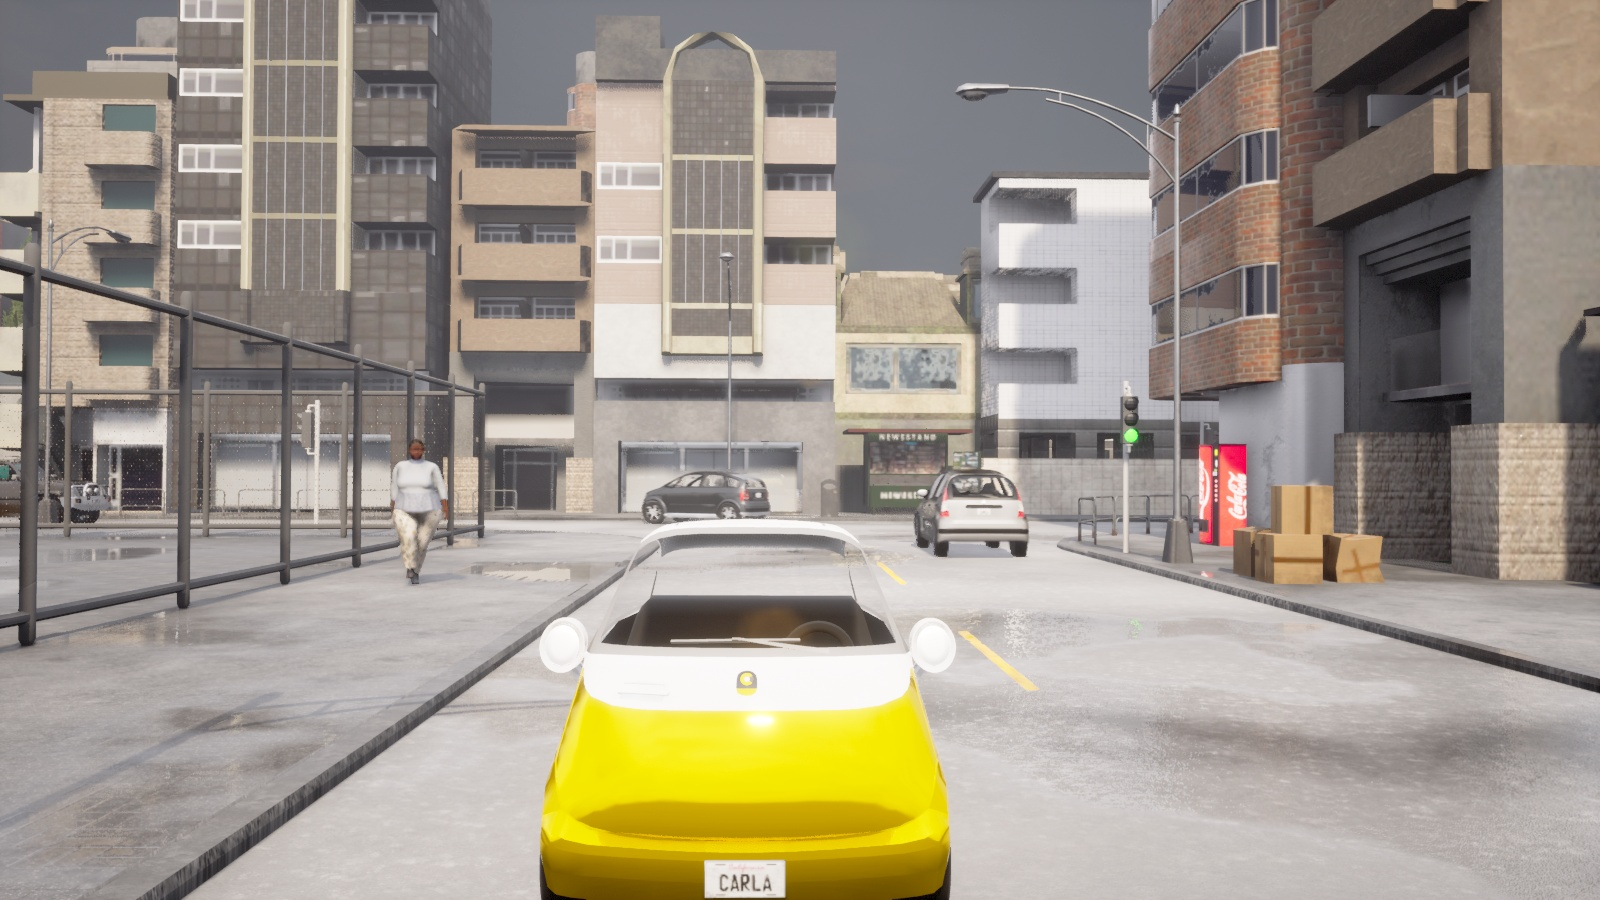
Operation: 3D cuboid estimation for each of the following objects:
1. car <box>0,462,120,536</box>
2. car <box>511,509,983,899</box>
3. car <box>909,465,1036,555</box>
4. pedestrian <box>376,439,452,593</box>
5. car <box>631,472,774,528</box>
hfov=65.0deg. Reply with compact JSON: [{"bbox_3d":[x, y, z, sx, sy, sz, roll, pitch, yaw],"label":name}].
[{"bbox_3d":[-20.481,1.259,32.573,4.605,1.855,1.932,0,-1,-1],"label":"car"},{"bbox_3d":[-0.190,0.955,5.061,1.481,1.376,2.207,0,-1,-1],"label":"car"},{"bbox_3d":[3.288,1.114,24.720,1.851,1.617,3.988,0,-1,-1],"label":"car"},{"bbox_3d":[-4.832,0.808,15.772,0.874,1.855,0.900,0,-1,-15],"label":"pedestrian"},{"bbox_3d":[-2.824,1.412,36.314,3.705,1.549,1.789,-1,-2,26],"label":"car"}]
